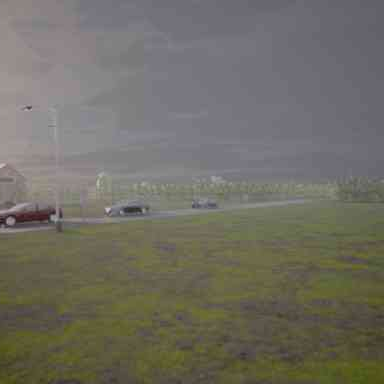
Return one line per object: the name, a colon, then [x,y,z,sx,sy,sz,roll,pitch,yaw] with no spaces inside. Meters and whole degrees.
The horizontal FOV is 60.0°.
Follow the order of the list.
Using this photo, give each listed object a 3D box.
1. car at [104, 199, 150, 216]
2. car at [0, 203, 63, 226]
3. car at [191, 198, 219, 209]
car: [-6.242,1.489,32.279,2.128,1.511,4.902,-1,0,37]
car: [-12.058,1.564,24.445,1.882,1.535,5.008,-1,0,37]
car: [1.713,1.442,42.970,1.994,1.385,4.181,-1,0,37]
